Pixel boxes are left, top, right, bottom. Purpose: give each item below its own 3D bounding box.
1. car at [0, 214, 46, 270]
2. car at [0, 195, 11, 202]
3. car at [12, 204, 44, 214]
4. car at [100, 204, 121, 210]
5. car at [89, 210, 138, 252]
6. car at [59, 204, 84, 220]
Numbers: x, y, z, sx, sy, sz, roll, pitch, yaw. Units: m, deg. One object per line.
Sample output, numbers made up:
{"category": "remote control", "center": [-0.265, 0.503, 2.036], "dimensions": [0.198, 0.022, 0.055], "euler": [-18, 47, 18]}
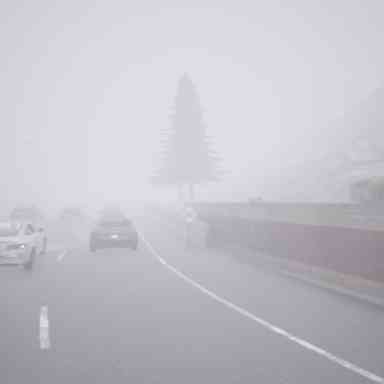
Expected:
{"category": "car", "center": [-6.181, 1.718, 11.319], "dimensions": [1.812, 1.442, 4.674], "euler": [0, 0, -17]}
{"category": "car", "center": [-38.165, 1.336, 67.210], "dimensions": [2.128, 1.511, 4.902], "euler": [0, 1, -14]}
{"category": "car", "center": [-14.366, 1.796, 29.268], "dimensions": [2.128, 1.511, 4.902], "euler": [0, 0, -14]}
{"category": "car", "center": [-7.797, 1.832, 31.876], "dimensions": [1.994, 1.385, 4.181], "euler": [0, 0, -14]}
{"category": "car", "center": [-3.626, 1.768, 15.230], "dimensions": [1.994, 1.385, 4.181], "euler": [0, 0, -15]}
{"category": "car", "center": [-11.247, 1.812, 31.251], "dimensions": [1.812, 1.442, 4.674], "euler": [0, 0, -14]}
